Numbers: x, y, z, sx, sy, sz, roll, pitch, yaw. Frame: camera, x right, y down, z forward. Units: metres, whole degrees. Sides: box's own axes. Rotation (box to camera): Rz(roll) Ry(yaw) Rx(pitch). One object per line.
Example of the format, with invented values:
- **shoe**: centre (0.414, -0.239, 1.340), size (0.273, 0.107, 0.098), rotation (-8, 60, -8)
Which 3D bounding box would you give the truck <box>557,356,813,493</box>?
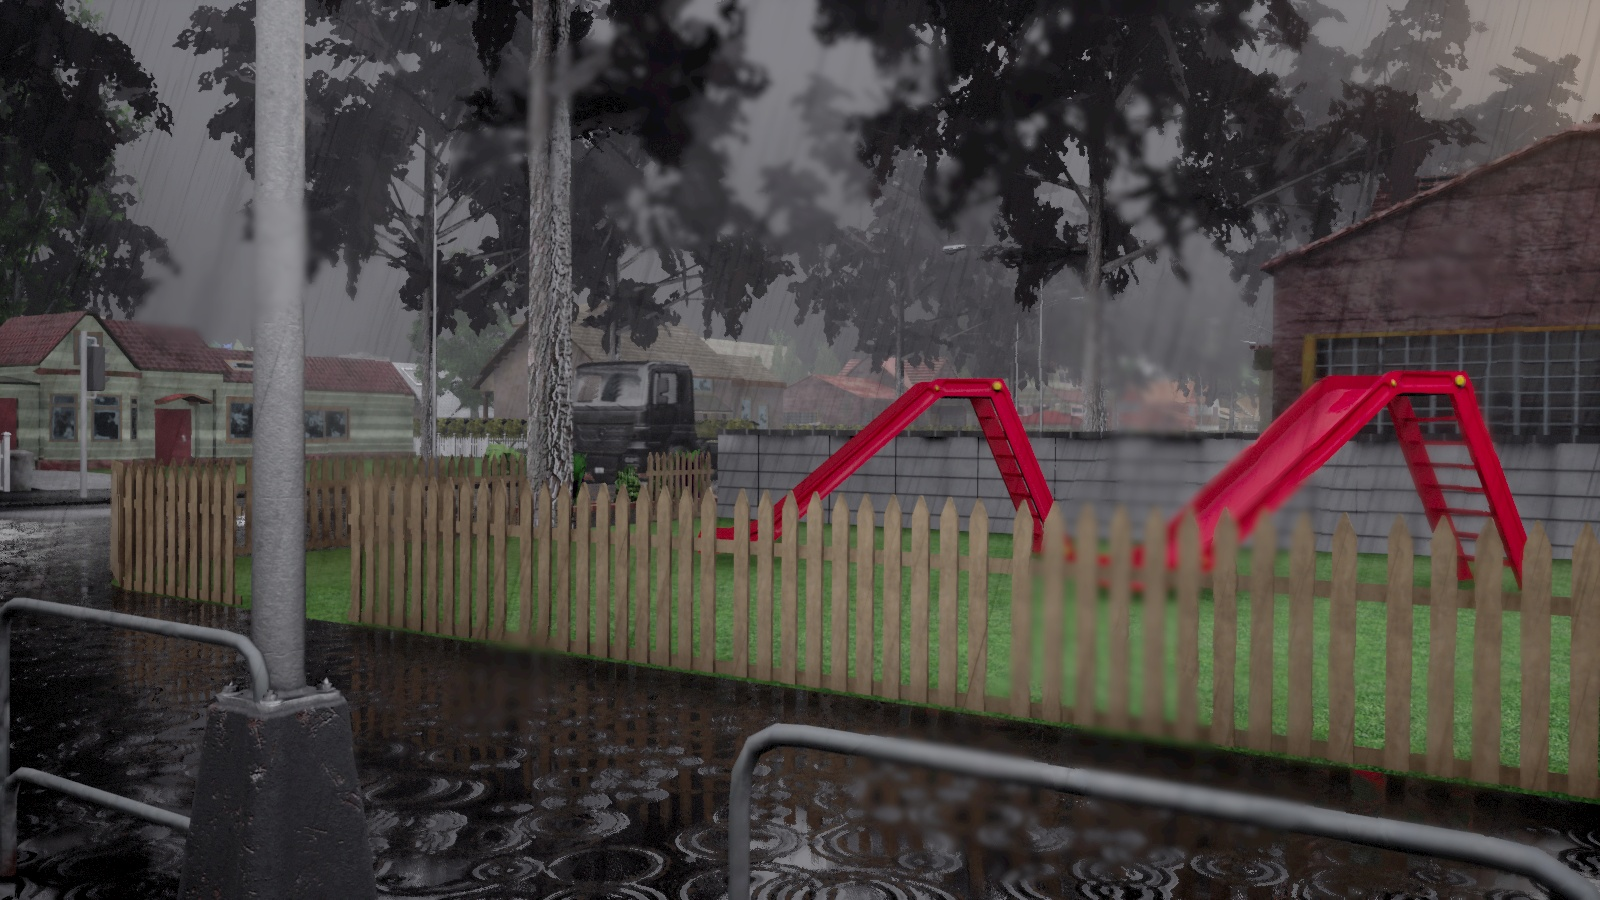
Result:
- **truck**: centre (-3.022, -0.712, 35.774), size (2.891, 3.462, 7.936), rotation (0, 1, 34)
